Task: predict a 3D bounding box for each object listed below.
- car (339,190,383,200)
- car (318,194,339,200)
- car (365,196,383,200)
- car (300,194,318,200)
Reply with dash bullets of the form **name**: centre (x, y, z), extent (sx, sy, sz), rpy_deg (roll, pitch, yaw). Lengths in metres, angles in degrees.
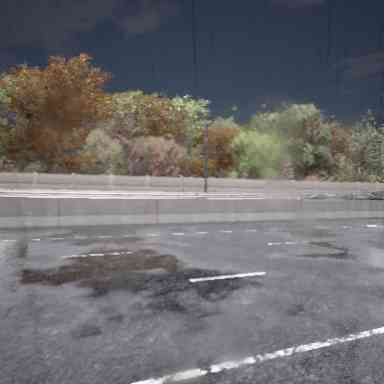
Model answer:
- **car**: centre (19.646, 0.855, 37.100), extent (5.566, 2.045, 2.150), rpy_deg (1, 1, -23)
- **car**: centre (18.178, 1.048, 40.285), extent (4.892, 1.490, 1.837), rpy_deg (1, 1, -23)
- **car**: centre (20.301, 1.316, 33.595), extent (4.718, 1.301, 1.895), rpy_deg (1, 1, -23)
- **car**: centre (16.204, 0.973, 43.243), extent (4.674, 1.442, 1.812), rpy_deg (1, 1, -23)
